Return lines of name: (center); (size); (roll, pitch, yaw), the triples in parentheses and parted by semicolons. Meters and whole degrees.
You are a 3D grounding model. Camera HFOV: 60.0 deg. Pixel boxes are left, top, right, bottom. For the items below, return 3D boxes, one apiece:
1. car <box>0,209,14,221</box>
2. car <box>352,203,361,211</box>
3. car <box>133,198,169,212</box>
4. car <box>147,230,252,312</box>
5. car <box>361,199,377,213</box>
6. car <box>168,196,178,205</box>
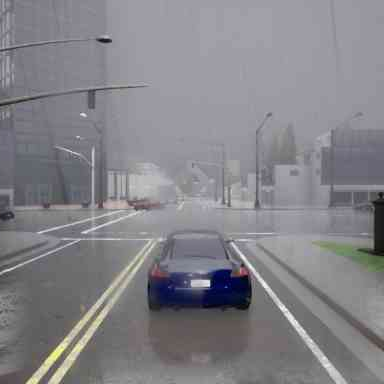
car: (-16.392, 1.672, 26.225); (4.181, 1.385, 1.994); (-1, 0, 0)
car: (20.364, 1.479, 37.209); (4.674, 1.442, 1.812); (0, 0, 0)
car: (-4.991, 1.628, 39.506); (1.895, 1.301, 4.718); (0, 0, 23)
car: (0.089, 1.564, 7.814); (1.994, 1.385, 4.181); (0, 0, -2)
car: (20.214, 1.553, 33.718); (4.718, 1.301, 1.895); (0, 0, 0)
car: (-3.556, 1.491, 58.486); (2.128, 1.511, 4.902); (0, 0, 0)
